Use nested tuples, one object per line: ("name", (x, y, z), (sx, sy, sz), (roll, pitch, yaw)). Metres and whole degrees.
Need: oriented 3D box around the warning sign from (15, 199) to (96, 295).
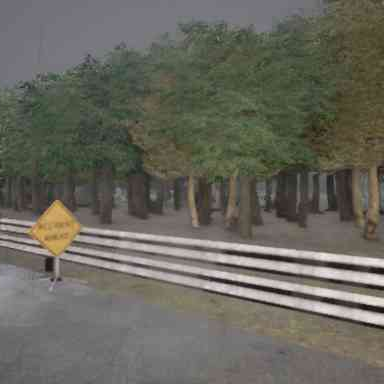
("warning sign", (-3.003, 1.102, 7.379), (1.060, 1.860, 1.300), (0, 0, 37))
